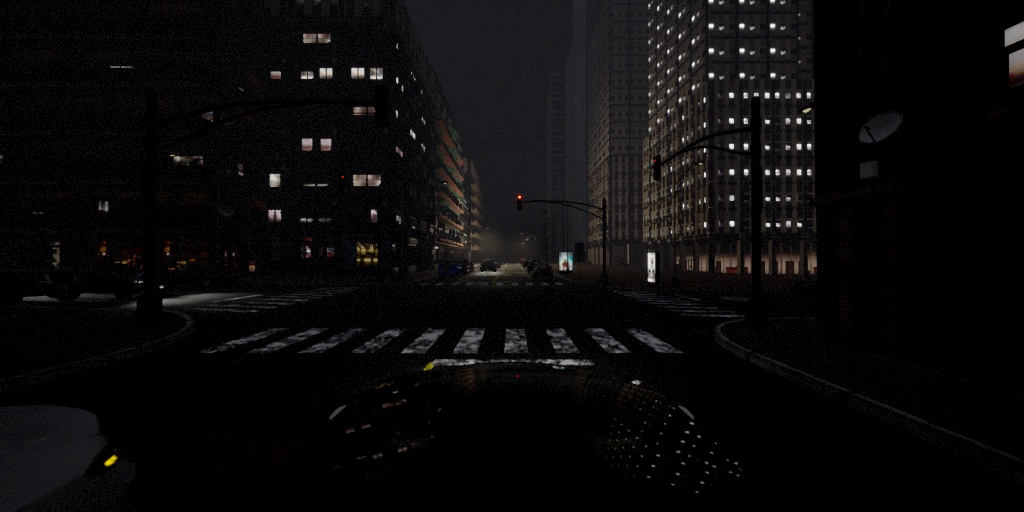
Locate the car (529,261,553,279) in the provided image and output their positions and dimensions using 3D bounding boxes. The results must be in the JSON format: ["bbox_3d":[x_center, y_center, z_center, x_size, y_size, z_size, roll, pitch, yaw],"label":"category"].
[{"bbox_3d":[2.770,1.343,32.481,1.802,1.307,4.207,0,0,0],"label":"car"}]

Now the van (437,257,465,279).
[{"bbox_3d":[-5.611,1.102,32.504,1.690,1.789,3.998,0,0,0],"label":"van"}]

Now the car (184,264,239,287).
[{"bbox_3d":[-18.744,1.104,21.363,4.313,1.339,1.948,0,0,0],"label":"car"}]

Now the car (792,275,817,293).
[{"bbox_3d":[19.444,1.644,21.670,4.403,1.370,2.007,0,0,0],"label":"car"}]

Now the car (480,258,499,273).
[{"bbox_3d":[-2.890,1.301,44.373,1.812,1.442,4.674,0,0,0],"label":"car"}]

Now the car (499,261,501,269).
[{"bbox_3d":[-2.856,1.281,58.603,1.812,1.442,4.674,0,0,0],"label":"car"}]

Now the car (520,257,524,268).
[{"bbox_3d":[2.840,1.221,60.119,1.967,1.591,4.097,0,0,0],"label":"car"}]

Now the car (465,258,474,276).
[{"bbox_3d":[-5.597,1.079,38.032,2.192,1.841,5.009,0,0,0],"label":"car"}]

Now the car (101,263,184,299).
[{"bbox_3d":[-17.581,1.033,15.604,4.674,1.442,1.812,1,0,0],"label":"car"}]

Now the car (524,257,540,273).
[{"bbox_3d":[2.798,1.208,43.537,1.967,1.591,4.097,0,0,0],"label":"car"}]

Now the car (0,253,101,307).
[{"bbox_3d":[-18.744,0.784,12.983,5.009,1.841,2.192,0,0,0],"label":"car"}]
